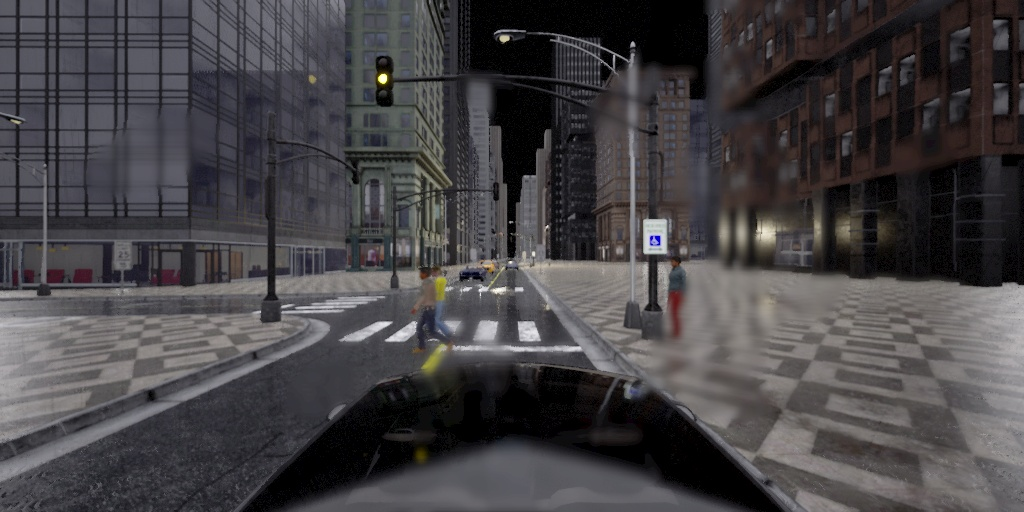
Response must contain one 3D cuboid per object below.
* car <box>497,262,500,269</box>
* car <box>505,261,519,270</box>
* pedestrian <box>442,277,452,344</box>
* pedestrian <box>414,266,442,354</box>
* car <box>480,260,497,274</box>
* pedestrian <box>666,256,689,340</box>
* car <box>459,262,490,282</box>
[{"bbox_3d":[-3.007,1.406,57.978,1.994,1.385,4.181,0,0,0],"label":"car"},{"bbox_3d":[0.004,1.397,53.708,1.994,1.385,4.181,0,0,0],"label":"car"},{"bbox_3d":[-1.692,1.053,8.482,0.375,1.860,0.375,0,0,0],"label":"pedestrian"},{"bbox_3d":[-1.688,1.051,7.253,0.375,1.860,0.375,0,0,0],"label":"pedestrian"},{"bbox_3d":[-3.086,1.288,42.415,1.882,1.535,5.008,0,0,0],"label":"car"},{"bbox_3d":[3.593,0.900,7.927,0.375,1.860,0.375,0,0,0],"label":"pedestrian"},{"bbox_3d":[-3.093,1.389,29.250,1.895,1.301,4.718,0,0,0],"label":"car"}]
